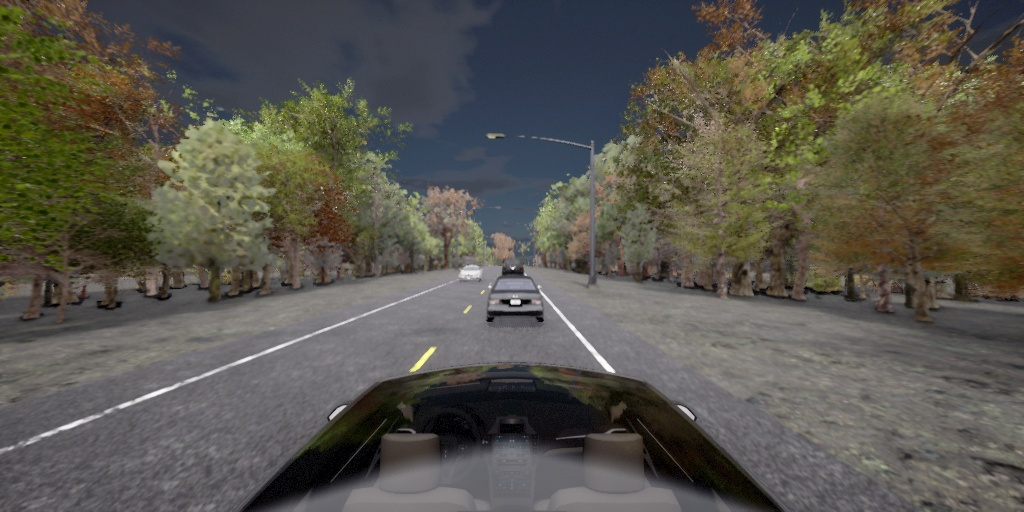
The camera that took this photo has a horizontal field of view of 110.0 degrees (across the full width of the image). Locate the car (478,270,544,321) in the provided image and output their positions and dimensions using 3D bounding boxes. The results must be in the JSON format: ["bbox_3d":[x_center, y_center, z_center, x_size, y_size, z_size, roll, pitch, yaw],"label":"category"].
[{"bbox_3d":[0.098,1.400,12.853,2.033,1.411,5.357,0,0,0],"label":"car"}]

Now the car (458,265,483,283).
[{"bbox_3d":[-3.602,1.554,32.112,1.812,1.442,4.674,0,-1,0],"label":"car"}]

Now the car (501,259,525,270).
[{"bbox_3d":[0.095,1.289,36.361,2.150,2.045,5.566,0,-1,0],"label":"car"}]
